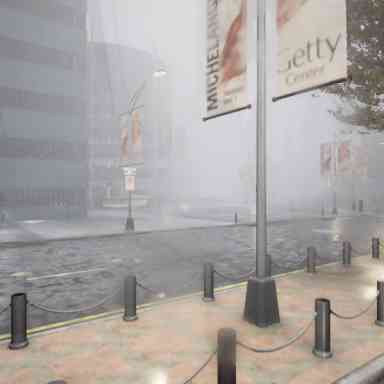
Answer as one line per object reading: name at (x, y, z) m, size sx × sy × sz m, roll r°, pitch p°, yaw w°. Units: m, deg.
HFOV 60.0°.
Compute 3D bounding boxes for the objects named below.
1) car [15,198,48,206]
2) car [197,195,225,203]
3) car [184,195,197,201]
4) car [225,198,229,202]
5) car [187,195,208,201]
car at (-15.919, 1.319, 31.148) m, size 4.674 × 1.452 × 2.002 m, roll 0°, pitch 0°, yaw -36°
car at (3.929, 1.585, 69.462) m, size 4.718 × 1.301 × 1.895 m, roll 0°, pitch 0°, yaw 44°
car at (0.475, 1.467, 80.648) m, size 5.008 × 1.535 × 1.882 m, roll 0°, pitch 0°, yaw 30°
car at (5.456, 1.529, 72.816) m, size 5.357 × 1.411 × 2.033 m, roll 0°, pitch 0°, yaw 44°
car at (1.495, 1.514, 84.061) m, size 4.902 × 1.511 × 2.128 m, roll 0°, pitch 0°, yaw 26°
